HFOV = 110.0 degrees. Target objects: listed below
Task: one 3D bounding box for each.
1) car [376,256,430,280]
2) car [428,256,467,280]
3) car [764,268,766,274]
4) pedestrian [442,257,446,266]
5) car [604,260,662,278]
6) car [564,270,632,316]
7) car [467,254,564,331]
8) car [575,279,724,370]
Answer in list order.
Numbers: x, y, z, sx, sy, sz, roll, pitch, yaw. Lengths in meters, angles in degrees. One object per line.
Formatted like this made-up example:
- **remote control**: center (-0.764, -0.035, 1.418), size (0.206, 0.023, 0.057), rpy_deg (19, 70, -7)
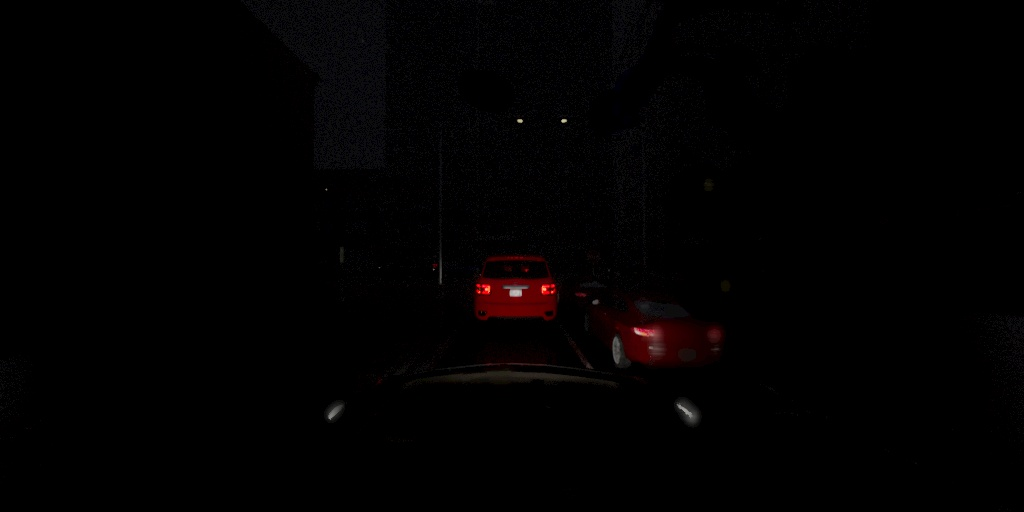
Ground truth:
- **car**: center (-9.150, 1.071, 32.101), size (5.566, 2.045, 2.150), rpy_deg (-1, -1, 0)
- **car**: center (-4.105, 1.094, 29.122), size (4.553, 1.767, 2.097), rpy_deg (-1, -1, 0)
- **car**: center (23.179, 0.849, 28.976), size (4.553, 1.767, 2.097), rpy_deg (0, -1, 0)
- **pedestrian**: center (-6.779, 1.018, 34.999), size (0.375, 1.860, 0.375), rpy_deg (0, 0, 0)
- **car**: center (10.722, 1.134, 31.988), size (5.008, 1.535, 1.882), rpy_deg (-1, -1, 1)
- **car**: center (2.653, 1.326, 12.904), size (1.802, 1.307, 4.207), rpy_deg (0, 0, 0)
- **car**: center (0.111, 0.966, 11.143), size (2.150, 2.045, 5.566), rpy_deg (0, 0, 0)
- **car**: center (2.645, 1.328, 7.465), size (1.802, 1.307, 4.207), rpy_deg (0, 0, 0)
